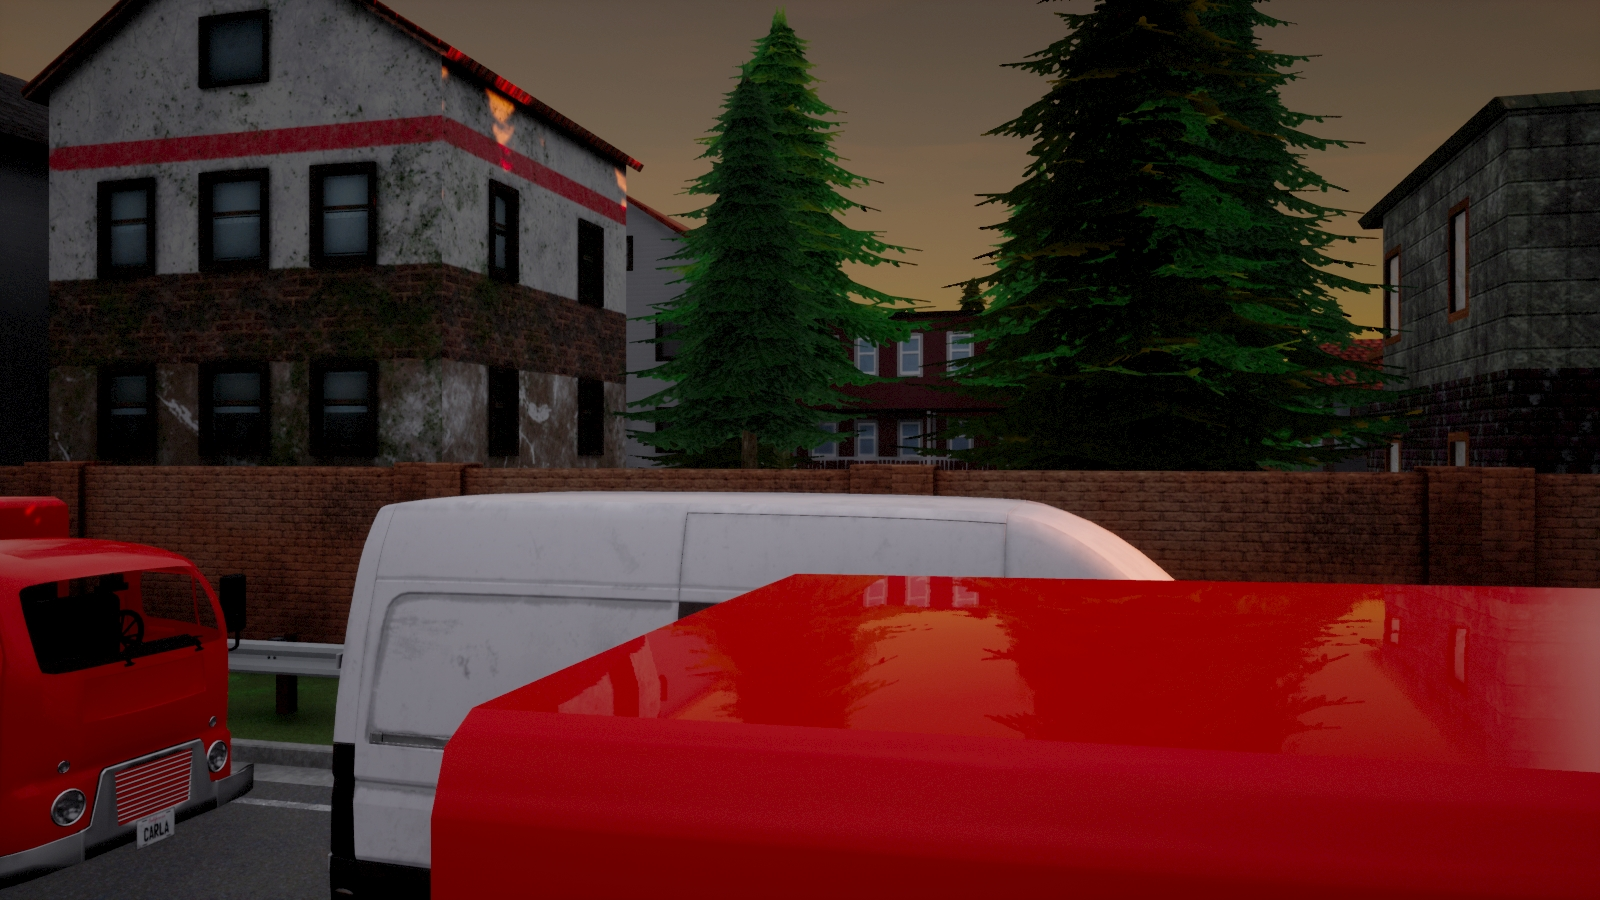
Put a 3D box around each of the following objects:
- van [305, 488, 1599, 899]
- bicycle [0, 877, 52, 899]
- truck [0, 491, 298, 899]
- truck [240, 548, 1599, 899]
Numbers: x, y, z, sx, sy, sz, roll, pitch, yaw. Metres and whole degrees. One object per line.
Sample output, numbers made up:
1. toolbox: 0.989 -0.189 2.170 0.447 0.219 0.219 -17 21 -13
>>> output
1. van: 0.608 1.535 6.000 5.915 2.561 1.988 0 0 15
2. bicycle: -3.101 2.056 3.494 1.643 1.496 0.373 0 0 16
3. truck: -6.587 1.568 7.895 5.204 2.467 2.627 0 0 15
4. truck: 2.192 1.568 1.959 5.204 2.467 2.627 0 0 15
